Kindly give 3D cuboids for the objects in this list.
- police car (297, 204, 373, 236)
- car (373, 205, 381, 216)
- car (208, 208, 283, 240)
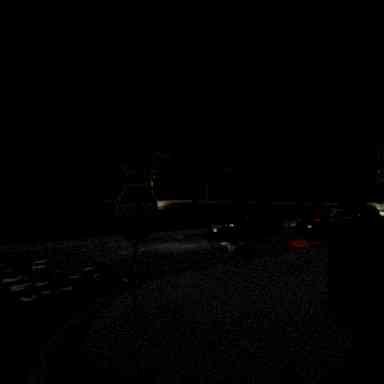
[{"bbox_3d":[7.859,1.565,18.492,5.238,1.638,1.930,1,-1,-42],"label":"police car"},{"bbox_3d":[14.160,1.776,27.899,4.892,1.490,1.837,1,-1,-42],"label":"car"},{"bbox_3d":[2.963,1.639,17.944,4.902,1.511,2.128,1,-1,-42],"label":"car"}]
